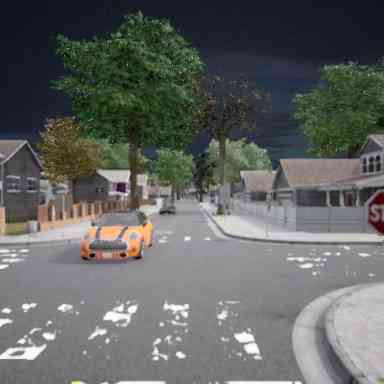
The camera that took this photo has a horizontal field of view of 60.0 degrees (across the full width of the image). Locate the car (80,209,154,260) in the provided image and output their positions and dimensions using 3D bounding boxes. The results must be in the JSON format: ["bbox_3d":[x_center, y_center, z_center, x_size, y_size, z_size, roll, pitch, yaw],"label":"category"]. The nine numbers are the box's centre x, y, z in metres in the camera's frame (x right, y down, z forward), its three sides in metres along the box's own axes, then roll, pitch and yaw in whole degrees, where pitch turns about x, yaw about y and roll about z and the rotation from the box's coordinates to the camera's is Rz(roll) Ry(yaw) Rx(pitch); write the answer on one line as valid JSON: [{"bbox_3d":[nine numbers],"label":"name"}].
[{"bbox_3d":[-2.755,1.506,13.082,2.097,1.767,4.553,0,-1,0],"label":"car"}]

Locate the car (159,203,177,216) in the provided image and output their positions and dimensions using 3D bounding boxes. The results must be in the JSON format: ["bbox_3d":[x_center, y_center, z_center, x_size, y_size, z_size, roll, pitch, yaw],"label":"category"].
[{"bbox_3d":[-2.754,1.998,38.841,2.033,1.411,5.357,0,-1,0],"label":"car"}]
